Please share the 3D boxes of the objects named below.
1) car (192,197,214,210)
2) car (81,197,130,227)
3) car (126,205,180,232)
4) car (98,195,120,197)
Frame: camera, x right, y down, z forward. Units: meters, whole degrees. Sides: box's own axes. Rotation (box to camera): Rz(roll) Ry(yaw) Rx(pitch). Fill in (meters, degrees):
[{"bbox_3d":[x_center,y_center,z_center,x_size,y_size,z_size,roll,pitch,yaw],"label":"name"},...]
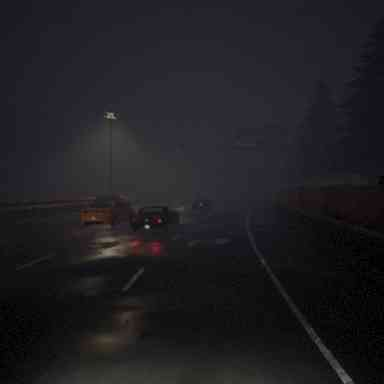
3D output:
[{"bbox_3d":[1.291,1.259,37.050,1.994,1.385,4.181,0,0,11],"label":"car"},{"bbox_3d":[-5.161,1.291,21.028,1.882,1.535,5.008,0,0,8],"label":"car"},{"bbox_3d":[-1.950,1.439,18.924,1.895,1.301,4.718,0,0,8],"label":"car"},{"bbox_3d":[-7.181,1.088,29.841,2.097,1.767,4.553,0,0,10],"label":"car"}]
